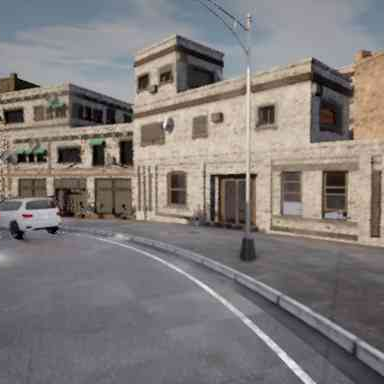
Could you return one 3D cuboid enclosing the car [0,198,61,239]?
[{"bbox_3d":[-9.555,1.368,18.640,5.566,2.045,2.150,-1,1,39],"label":"car"}]

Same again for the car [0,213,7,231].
[{"bbox_3d":[-10.416,1.773,14.720,5.357,1.411,2.033,-2,0,41],"label":"car"}]
